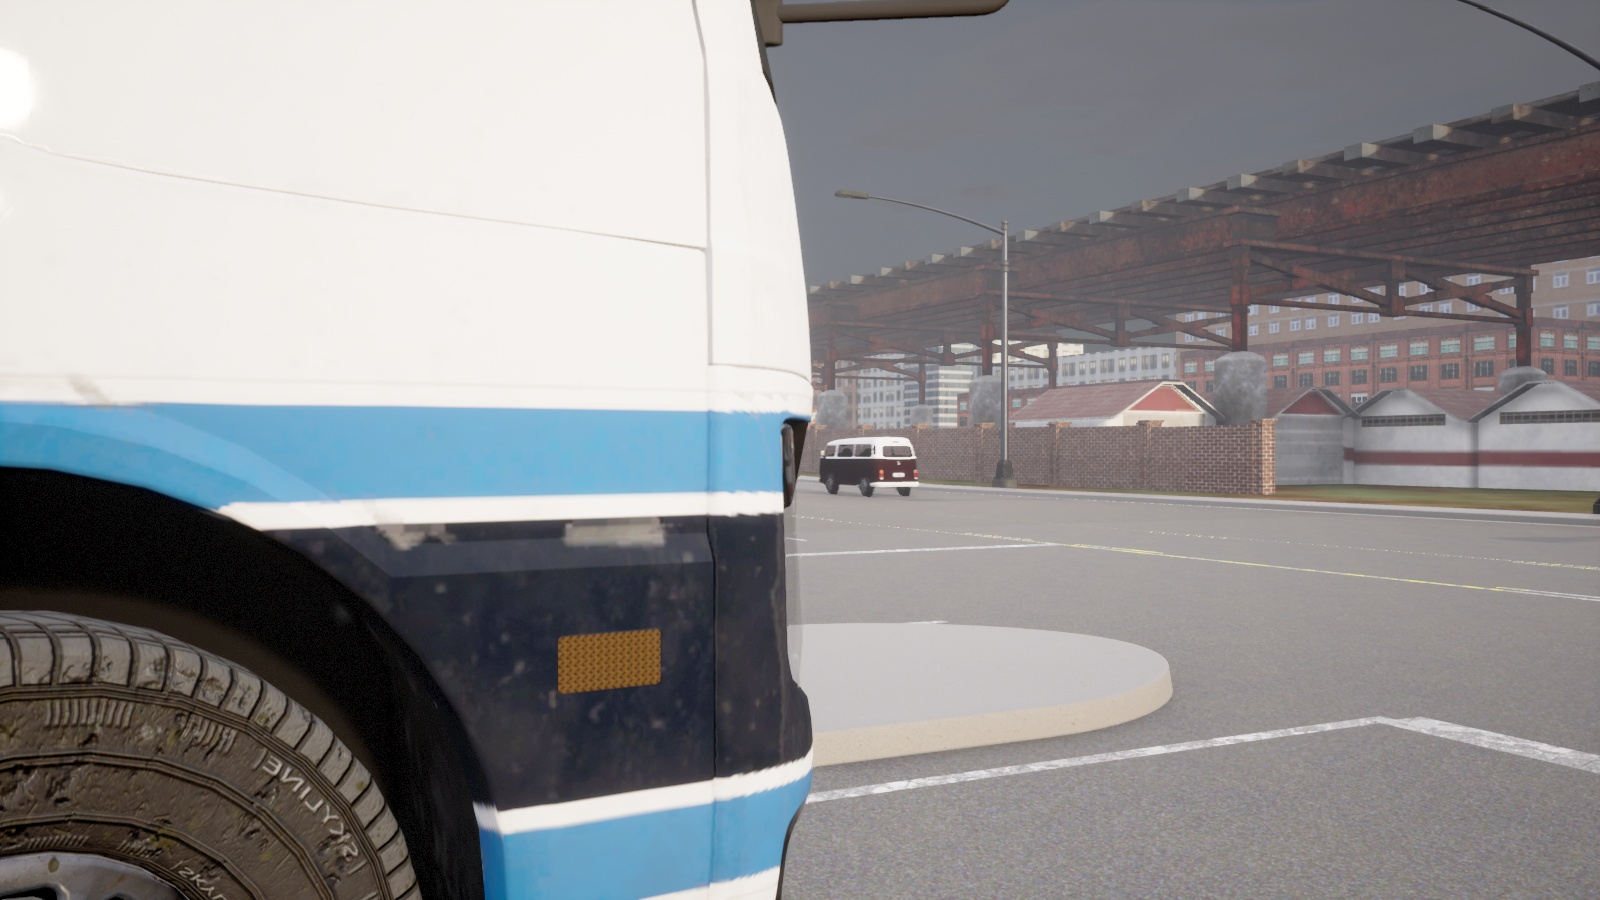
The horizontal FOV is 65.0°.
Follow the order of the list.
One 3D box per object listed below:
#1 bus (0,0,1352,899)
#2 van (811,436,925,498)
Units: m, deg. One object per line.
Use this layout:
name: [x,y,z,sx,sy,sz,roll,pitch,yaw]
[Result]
bus: [-4.432,-0.619,1.377,10.273,4.253,3.944,0,0,-30]
van: [2.321,0.566,44.117,2.069,2.038,4.480,0,0,-27]
